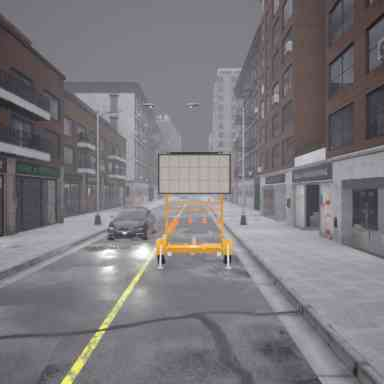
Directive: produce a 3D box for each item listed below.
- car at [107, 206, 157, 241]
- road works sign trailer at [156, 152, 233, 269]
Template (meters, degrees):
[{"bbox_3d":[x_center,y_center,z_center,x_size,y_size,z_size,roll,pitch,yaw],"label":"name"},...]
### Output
[{"bbox_3d":[-2.880,1.501,16.705,1.837,1.490,4.892,0,0,0],"label":"car"},{"bbox_3d":[0.080,0.463,11.159,2.380,3.560,2.880,0,0,0],"label":"road works sign trailer"}]
